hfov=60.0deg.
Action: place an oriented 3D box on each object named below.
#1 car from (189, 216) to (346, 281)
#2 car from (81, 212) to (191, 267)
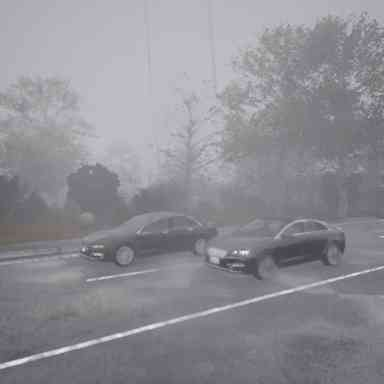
[{"bbox_3d":[2.613,1.490,9.946,4.902,1.511,2.128,0,0,-34],"label":"car"},{"bbox_3d":[-1.299,1.498,11.496,4.892,1.490,1.837,0,0,-35],"label":"car"}]
